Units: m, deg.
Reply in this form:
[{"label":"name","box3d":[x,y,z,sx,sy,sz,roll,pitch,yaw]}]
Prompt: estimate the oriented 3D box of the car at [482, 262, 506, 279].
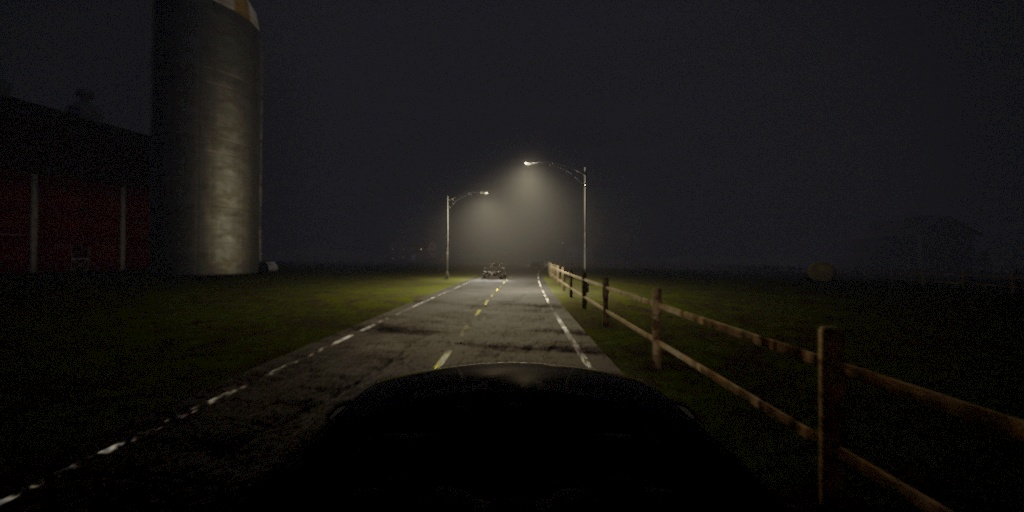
[{"label":"car","box3d":[-1.634,1.350,34.198,1.837,1.490,4.892,0,-1,4]}]
